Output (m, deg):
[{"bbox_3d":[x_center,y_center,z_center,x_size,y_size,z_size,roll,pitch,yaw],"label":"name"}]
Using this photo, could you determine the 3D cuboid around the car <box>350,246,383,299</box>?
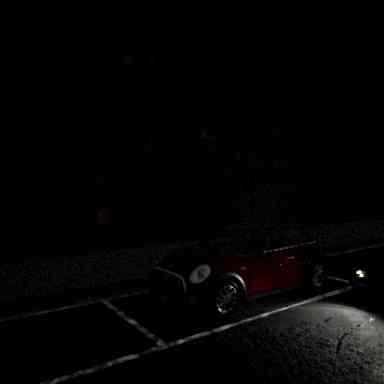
[{"bbox_3d":[5.803,1.516,7.504,5.357,1.411,2.033,0,0,-35],"label":"car"}]

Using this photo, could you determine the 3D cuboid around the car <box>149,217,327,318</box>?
[{"bbox_3d":[1.082,1.423,7.302,4.097,1.590,1.967,0,0,-35],"label":"car"}]
